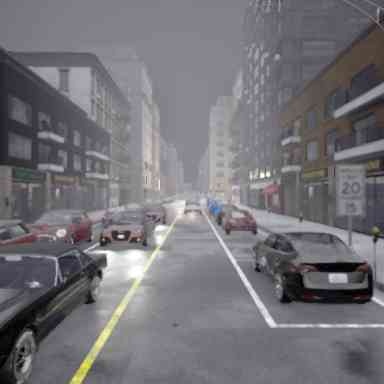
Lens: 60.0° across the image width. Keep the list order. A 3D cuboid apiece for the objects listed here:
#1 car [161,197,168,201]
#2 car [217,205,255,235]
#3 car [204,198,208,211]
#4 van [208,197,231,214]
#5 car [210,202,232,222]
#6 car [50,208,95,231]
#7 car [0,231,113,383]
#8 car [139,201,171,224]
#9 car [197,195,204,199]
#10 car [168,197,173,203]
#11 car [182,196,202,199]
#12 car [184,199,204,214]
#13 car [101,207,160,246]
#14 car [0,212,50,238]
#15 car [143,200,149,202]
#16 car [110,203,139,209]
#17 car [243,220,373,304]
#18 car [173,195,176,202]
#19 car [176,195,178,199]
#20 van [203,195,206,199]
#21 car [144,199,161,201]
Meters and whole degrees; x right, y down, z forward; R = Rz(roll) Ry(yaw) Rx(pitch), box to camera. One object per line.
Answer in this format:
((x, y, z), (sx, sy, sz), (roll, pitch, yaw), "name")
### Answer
((-5.399, 1.749, 52.161), (2.008, 1.369, 4.403), (0, 0, 0), "car")
((2.631, 1.647, 19.098), (1.802, 1.307, 4.206), (0, 0, 0), "car")
((2.629, 1.679, 35.630), (2.008, 1.369, 4.403), (0, 0, 0), "car")
((2.630, 1.447, 30.120), (1.690, 1.788, 3.998), (0, 0, 0), "van")
((2.630, 1.651, 24.609), (1.947, 1.339, 4.313), (0, 0, 0), "car")
((-5.392, 1.482, 13.586), (1.967, 1.590, 4.097), (0, 0, 0), "car")
((-2.854, 1.618, 5.443), (1.895, 1.301, 4.718), (0, 0, 0), "car")
((-2.846, 1.649, 25.380), (1.994, 1.385, 4.181), (0, 0, 0), "car")
((2.215, 1.772, 62.044), (1.812, 1.442, 4.674), (0, 0, 0), "car")
((-5.401, 1.855, 68.694), (1.802, 1.307, 4.206), (0, 0, 0), "car")
((0.014, 1.676, 48.240), (2.128, 1.511, 4.902), (0, 0, 0), "car")
((0.096, 1.732, 36.399), (1.895, 1.301, 4.718), (0, 0, 0), "car")
((-2.851, 1.614, 15.421), (1.994, 1.385, 4.181), (0, 0, 1), "car")
((-5.392, 1.464, 8.076), (1.967, 1.590, 4.097), (0, 0, 0), "car")
((-5.395, 1.653, 30.118), (2.008, 1.369, 4.403), (0, 0, 0), "car")
((-5.394, 1.663, 24.607), (1.802, 1.307, 4.206), (0, 0, 0), "car")
((2.633, 1.594, 8.076), (1.947, 1.339, 4.313), (0, 0, 0), "car")
((-5.403, 1.867, 79.716), (1.887, 1.381, 4.507), (0, 0, 0), "car")
((-5.403, 1.912, 85.227), (1.947, 1.339, 4.313), (0, 0, 0), "car")
((2.628, 1.494, 41.141), (1.690, 1.788, 3.998), (0, 0, 0), "van")
((-5.397, 1.589, 41.140), (1.967, 1.590, 4.097), (0, 0, 0), "car")
